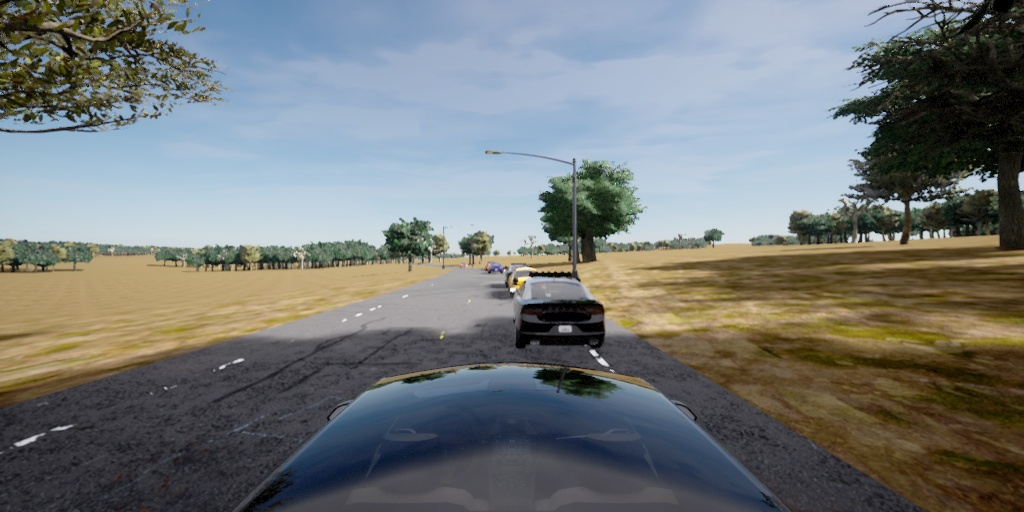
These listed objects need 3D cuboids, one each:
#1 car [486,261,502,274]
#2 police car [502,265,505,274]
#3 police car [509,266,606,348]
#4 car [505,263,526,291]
[{"bbox_3d":[-2.205,1.648,48.189,1.812,1.442,4.674,0,-1,-5],"label":"car"},{"bbox_3d":[0.465,1.324,25.601,1.930,1.638,5.238,0,0,-3],"label":"police car"},{"bbox_3d":[0.991,1.221,9.518,1.930,1.638,5.238,0,0,-1],"label":"police car"},{"bbox_3d":[0.721,1.316,19.652,1.801,1.575,5.366,0,0,-2],"label":"car"}]
